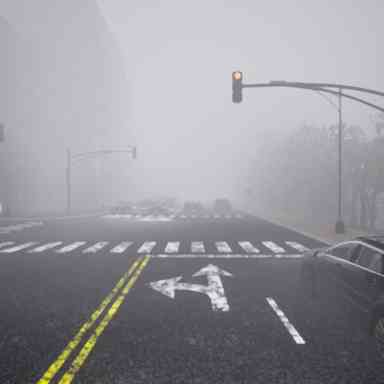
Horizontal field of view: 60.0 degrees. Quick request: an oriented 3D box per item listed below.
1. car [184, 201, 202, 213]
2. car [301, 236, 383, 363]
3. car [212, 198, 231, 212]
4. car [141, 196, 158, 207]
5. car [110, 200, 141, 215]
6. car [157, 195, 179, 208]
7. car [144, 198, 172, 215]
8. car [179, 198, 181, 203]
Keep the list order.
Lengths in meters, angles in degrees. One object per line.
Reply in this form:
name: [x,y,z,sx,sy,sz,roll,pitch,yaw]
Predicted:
car: [0.101,1.582,36.235,1.895,1.301,4.718,0,0,0]
car: [3.350,1.486,5.540,2.128,1.511,4.902,0,0,0]
car: [3.353,1.458,38.407,1.882,1.535,5.008,0,0,0]
car: [-6.592,1.543,48.868,1.994,1.385,4.181,0,0,0]
car: [-6.787,1.545,33.487,1.994,1.385,4.181,0,0,4]
car: [-3.343,1.470,47.849,2.128,1.511,4.902,0,0,0]
car: [-3.349,1.584,33.443,1.895,1.301,4.718,0,0,0]
car: [-3.286,1.505,64.814,1.812,1.442,4.674,0,0,0]
